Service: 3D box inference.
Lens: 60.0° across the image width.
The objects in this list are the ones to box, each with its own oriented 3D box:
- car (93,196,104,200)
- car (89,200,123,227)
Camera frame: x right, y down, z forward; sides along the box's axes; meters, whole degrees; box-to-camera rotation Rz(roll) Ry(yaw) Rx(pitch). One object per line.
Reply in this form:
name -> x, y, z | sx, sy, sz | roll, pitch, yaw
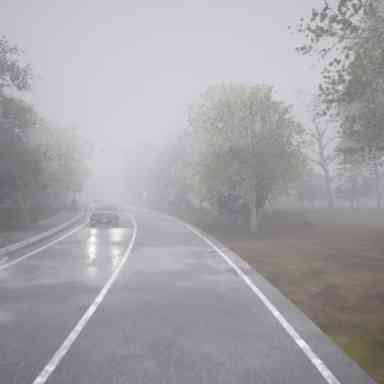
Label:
car -> -17.894, 1.559, 63.817 | 1.812, 1.442, 4.674 | 1, 0, -18
car -> -5.929, 1.551, 23.136 | 1.837, 1.490, 4.892 | 1, 0, -11
